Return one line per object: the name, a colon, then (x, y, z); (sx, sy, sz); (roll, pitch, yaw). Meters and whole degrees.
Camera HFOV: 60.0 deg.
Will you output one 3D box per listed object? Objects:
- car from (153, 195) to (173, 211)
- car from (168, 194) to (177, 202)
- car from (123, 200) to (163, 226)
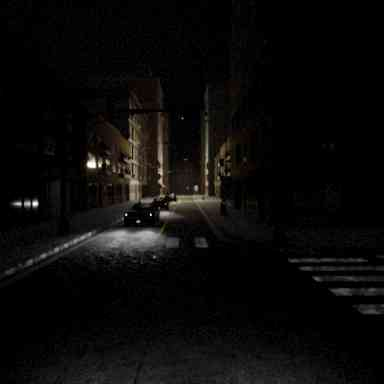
car: (-3.380, 1.274, 35.599); (1.895, 1.301, 4.718); (0, 1, -1)
car: (-3.575, 1.044, 56.116); (1.994, 1.385, 4.181); (0, 1, -1)
car: (-3.180, 1.404, 21.738); (1.895, 1.301, 4.718); (0, 1, -1)
